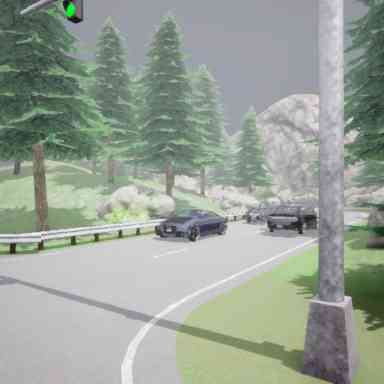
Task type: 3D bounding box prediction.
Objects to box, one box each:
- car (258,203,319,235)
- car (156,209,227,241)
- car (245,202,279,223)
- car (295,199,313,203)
[{"bbox_3d":[5.865,1.562,18.934,2.128,1.511,4.902,0,-1,34],"label":"car"},{"bbox_3d":[0.085,1.579,16.886,1.994,1.385,4.181,0,0,34],"label":"car"},{"bbox_3d":[5.709,1.507,25.088,2.128,1.511,4.902,0,0,35],"label":"car"},{"bbox_3d":[11.271,1.520,33.659,1.837,1.490,4.892,0,0,27],"label":"car"}]
